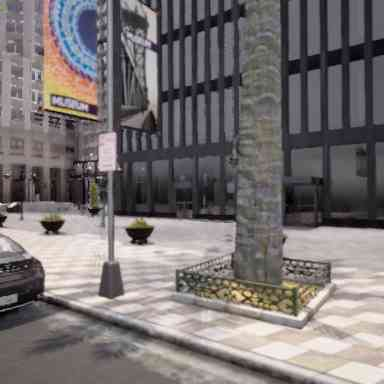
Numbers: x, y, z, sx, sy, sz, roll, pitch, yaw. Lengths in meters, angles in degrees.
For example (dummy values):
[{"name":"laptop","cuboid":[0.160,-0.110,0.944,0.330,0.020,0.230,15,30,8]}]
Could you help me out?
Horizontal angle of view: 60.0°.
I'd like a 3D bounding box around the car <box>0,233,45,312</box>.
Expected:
[{"name":"car","cuboid":[-5.010,1.546,6.935,4.892,1.521,2.231,-1,0,36]}]
